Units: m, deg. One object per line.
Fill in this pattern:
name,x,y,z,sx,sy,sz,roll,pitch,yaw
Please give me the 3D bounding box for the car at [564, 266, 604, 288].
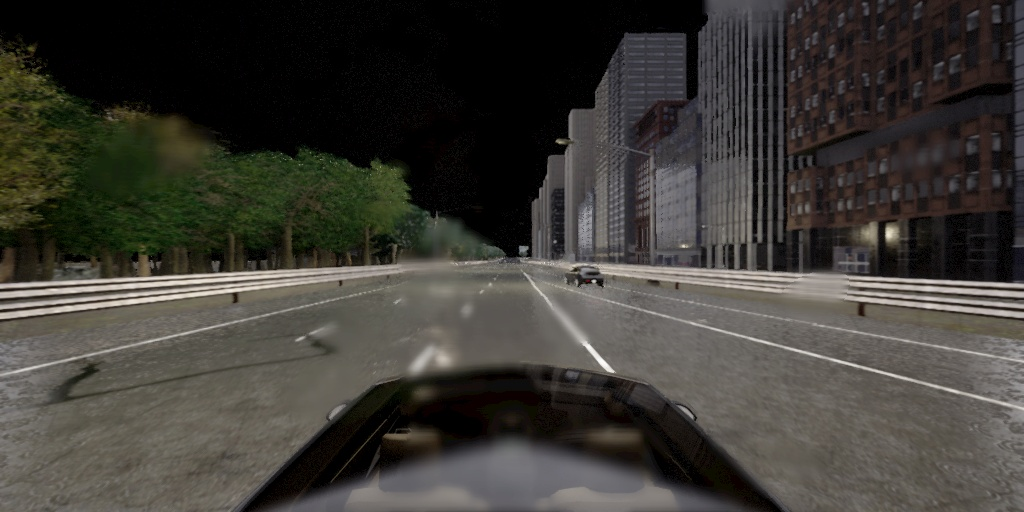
car,5.241,1.493,26.512,1.837,1.490,4.892,0,0,-6
